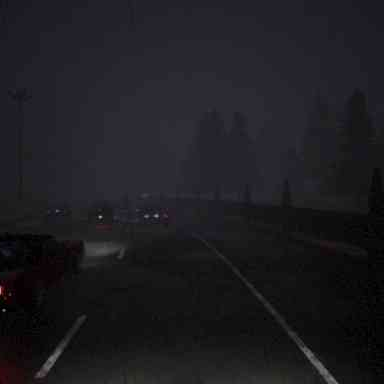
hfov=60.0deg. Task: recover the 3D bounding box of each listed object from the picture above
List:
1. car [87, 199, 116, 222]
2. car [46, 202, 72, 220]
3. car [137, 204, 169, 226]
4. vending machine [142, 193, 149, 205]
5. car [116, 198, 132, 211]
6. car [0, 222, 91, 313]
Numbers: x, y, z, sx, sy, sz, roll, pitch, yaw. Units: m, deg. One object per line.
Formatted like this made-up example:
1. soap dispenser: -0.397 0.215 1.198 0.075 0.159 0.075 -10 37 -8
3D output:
1. car: -7.113 1.529 26.015 1.837 1.490 4.892 0 0 -14
2. car: -11.542 1.583 29.027 2.033 1.411 5.357 0 0 -17
3. car: -2.805 1.560 23.392 2.033 1.411 5.357 0 0 -13
4. vending machine: -8.136 1.230 58.081 1.100 2.100 0.880 0 0 -30
5. car: -8.919 1.510 41.900 1.882 1.535 5.008 0 0 -23
6. car: -3.876 1.612 7.548 1.895 1.301 4.718 0 0 -4
